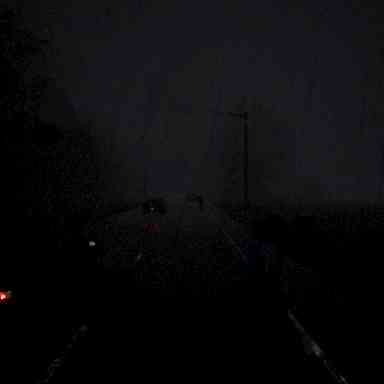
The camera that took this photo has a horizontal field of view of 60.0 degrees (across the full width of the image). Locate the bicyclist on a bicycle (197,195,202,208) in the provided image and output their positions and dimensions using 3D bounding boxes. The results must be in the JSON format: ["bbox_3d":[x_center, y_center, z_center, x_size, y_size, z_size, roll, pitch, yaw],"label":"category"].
[{"bbox_3d":[0.946,1.147,42.184,0.582,1.620,1.656,0,0,0],"label":"bicyclist on a bicycle"}]

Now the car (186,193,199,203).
[{"bbox_3d":[0.041,0.934,57.786,2.097,1.767,4.553,0,0,0],"label":"car"}]

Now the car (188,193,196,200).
[{"bbox_3d":[-0.035,0.963,74.624,1.837,1.490,4.892,0,0,0],"label":"car"}]

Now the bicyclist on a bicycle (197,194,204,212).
[{"bbox_3d":[0.951,1.128,33.390,0.659,1.776,1.843,0,1,0],"label":"bicyclist on a bicycle"}]

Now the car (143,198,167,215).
[{"bbox_3d":[-3.416,1.265,31.197,2.128,1.511,4.902,0,0,0],"label":"car"}]

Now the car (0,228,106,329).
[{"bbox_3d":[-3.406,1.495,7.185,2.033,1.411,5.357,0,0,0],"label":"car"}]
